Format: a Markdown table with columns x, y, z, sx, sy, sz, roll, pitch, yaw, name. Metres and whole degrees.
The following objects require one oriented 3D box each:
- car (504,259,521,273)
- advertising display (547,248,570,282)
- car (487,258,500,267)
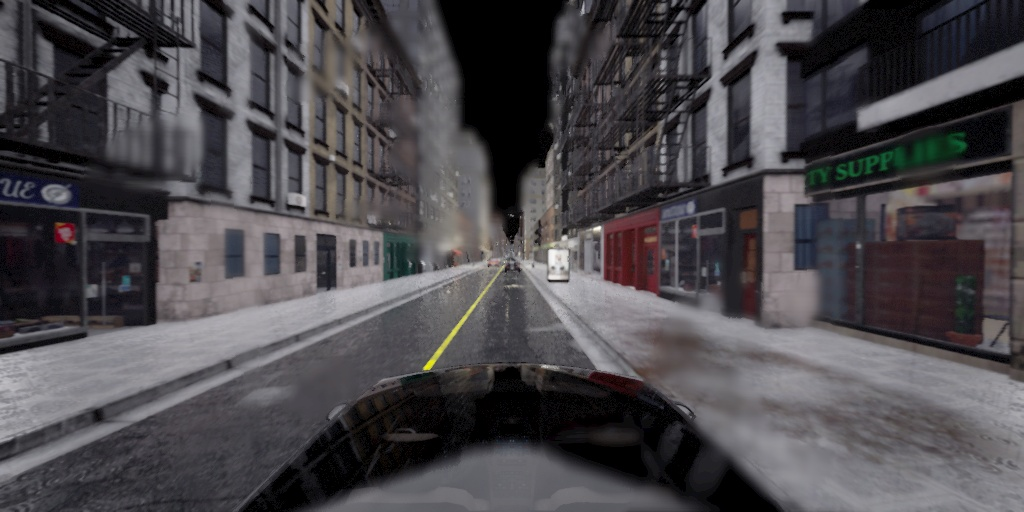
| x | y | z | sx | sy | sz | roll | pitch | yaw | name |
| --- | --- | --- | --- | --- | --- | --- | --- | --- | --- |
| 0.065 | 1.165 | 42.226 | 1.812 | 1.442 | 4.674 | 0 | 0 | 1 | car |
| 3.135 | 0.714 | 24.360 | 1.540 | 2.440 | 0.280 | 0 | 0 | 0 | advertising display |
| -3.038 | 1.113 | 59.076 | 1.812 | 1.442 | 4.674 | 0 | 0 | 1 | car |
